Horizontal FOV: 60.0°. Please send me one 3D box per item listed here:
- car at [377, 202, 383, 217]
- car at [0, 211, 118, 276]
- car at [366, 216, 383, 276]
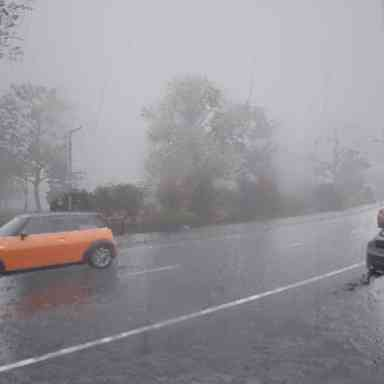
[{"bbox_3d":[13.564,1.236,21.049,2.150,2.045,5.566,0,0,43],"label":"car"},{"bbox_3d":[-4.536,1.386,9.535,4.553,1.767,2.097,0,0,-37],"label":"car"},{"bbox_3d":[6.592,1.512,9.299,4.892,1.490,1.837,0,0,-41],"label":"car"}]
